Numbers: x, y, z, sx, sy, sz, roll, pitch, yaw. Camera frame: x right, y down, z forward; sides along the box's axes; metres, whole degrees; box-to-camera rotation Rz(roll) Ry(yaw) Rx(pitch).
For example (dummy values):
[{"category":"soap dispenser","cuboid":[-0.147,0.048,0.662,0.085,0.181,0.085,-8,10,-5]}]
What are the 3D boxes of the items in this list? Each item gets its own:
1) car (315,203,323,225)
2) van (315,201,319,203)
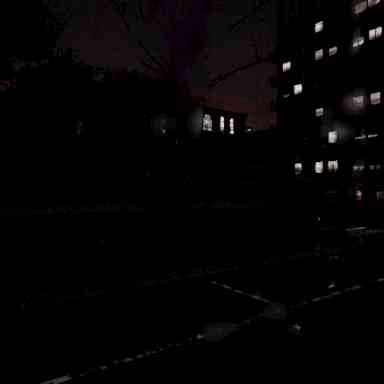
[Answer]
[{"category":"car","cuboid":[7.926,1.807,26.294,1.837,1.490,4.892,0,-1,-35]},{"category":"van","cuboid":[10.482,1.693,32.577,1.690,1.788,3.998,-1,0,-36]}]
